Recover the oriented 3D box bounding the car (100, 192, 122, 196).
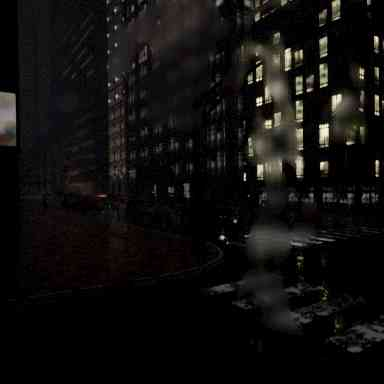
[{"bbox_3d":[-12.007,1.009,51.033,1.837,1.490,4.892,-1,1,-35],"label":"car"}]

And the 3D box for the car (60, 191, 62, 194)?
[{"bbox_3d":[-21.731,0.946,59.756,1.837,1.490,4.892,-1,1,-34],"label":"car"}]

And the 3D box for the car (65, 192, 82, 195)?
[{"bbox_3d":[-15.911,1.131,45.781,1.837,1.490,4.892,-1,1,-34],"label":"car"}]

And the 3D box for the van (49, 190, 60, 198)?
[{"bbox_3d":[-32.510,0.531,79.974,1.690,1.788,3.998,-1,1,-35],"label":"van"}]

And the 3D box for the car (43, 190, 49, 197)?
[{"bbox_3d":[-35.712,0.688,84.621,2.008,1.369,4.403,-1,1,-35],"label":"car"}]

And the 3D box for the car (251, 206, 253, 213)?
[{"bbox_3d":[3.064,1.278,28.322,1.752,1.417,4.829,-1,1,-35],"label":"car"}]

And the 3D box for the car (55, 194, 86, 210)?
[{"bbox_3d":[-13.766,1.289,38.034,2.008,1.369,4.403,-1,1,-35],"label":"car"}]

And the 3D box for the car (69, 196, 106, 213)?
[{"bbox_3d":[-10.562,1.354,33.390,1.947,1.339,4.313,-1,1,-35],"label":"car"}]

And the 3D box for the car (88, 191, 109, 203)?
[{"bbox_3d":[-15.992,0.795,56.750,2.097,1.767,4.553,-1,1,-35],"label":"car"}]

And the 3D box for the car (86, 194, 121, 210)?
[{"bbox_3d":[-10.035,1.246,37.189,1.812,1.442,4.674,-1,1,-35],"label":"car"}]

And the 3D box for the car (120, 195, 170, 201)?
[{"bbox_3d":[-4.185,1.315,28.689,1.837,1.490,4.892,-1,1,-35],"label":"car"}]

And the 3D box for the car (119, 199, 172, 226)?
[{"bbox_3d":[-2.930,1.455,22.371,2.008,1.369,4.403,-1,1,-35],"label":"car"}]

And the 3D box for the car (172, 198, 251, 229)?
[{"bbox_3d":[1.085,1.382,21.034,2.128,1.511,4.902,-1,1,-34],"label":"car"}]

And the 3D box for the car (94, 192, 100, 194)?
[{"bbox_3d":[-16.187,1.076,51.743,2.033,1.411,5.357,-1,1,-34],"label":"car"}]

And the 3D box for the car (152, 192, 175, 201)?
[{"bbox_3d":[-3.688,0.963,38.177,2.192,1.841,5.009,-1,1,-35],"label":"car"}]

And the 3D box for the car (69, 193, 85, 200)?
[{"bbox_3d":[-22.903,0.889,66.045,1.887,1.381,4.507,-1,1,-35],"label":"car"}]
